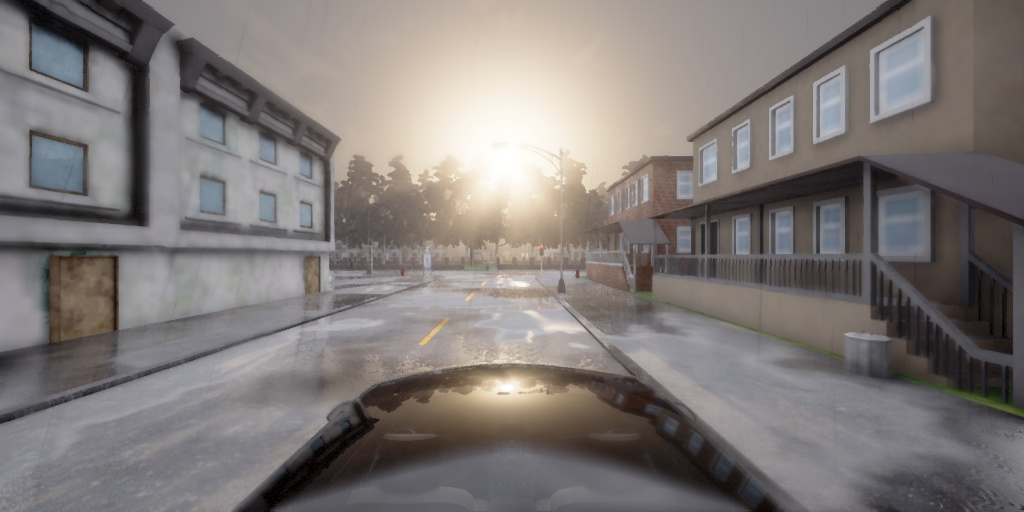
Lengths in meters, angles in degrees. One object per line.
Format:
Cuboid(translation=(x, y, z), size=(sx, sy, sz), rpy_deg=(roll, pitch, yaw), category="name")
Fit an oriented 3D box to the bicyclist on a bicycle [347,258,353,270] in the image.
Cuboid(translation=(-22.034, 1.097, 48.909), size=(0.582, 1.620, 1.656), rpy_deg=(0, 0, 0), category="bicyclist on a bicycle")
